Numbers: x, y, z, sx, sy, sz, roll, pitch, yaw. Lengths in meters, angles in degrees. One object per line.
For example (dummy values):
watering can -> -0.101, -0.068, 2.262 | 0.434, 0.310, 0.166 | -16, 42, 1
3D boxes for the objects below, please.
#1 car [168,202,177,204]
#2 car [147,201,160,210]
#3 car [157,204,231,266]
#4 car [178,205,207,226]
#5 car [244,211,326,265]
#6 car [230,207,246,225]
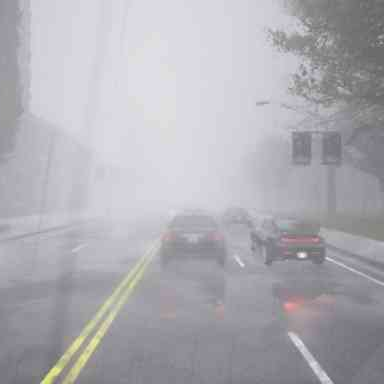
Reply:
car -> -3.282, 2.386, 56.792 | 2.033, 1.411, 5.357 | 0, -1, 1
car -> -6.538, 2.343, 56.786 | 1.837, 1.490, 4.892 | 0, -1, 0
car -> 0.052, 1.501, 12.282 | 2.097, 1.767, 4.553 | 0, -1, 0
car -> 0.058, 1.848, 27.376 | 2.128, 1.511, 4.902 | 0, -1, 0
car -> 3.298, 1.653, 12.230 | 1.837, 1.490, 4.892 | 0, -1, 1
car -> 3.285, 1.872, 25.228 | 2.033, 1.411, 5.357 | 0, -1, 1
